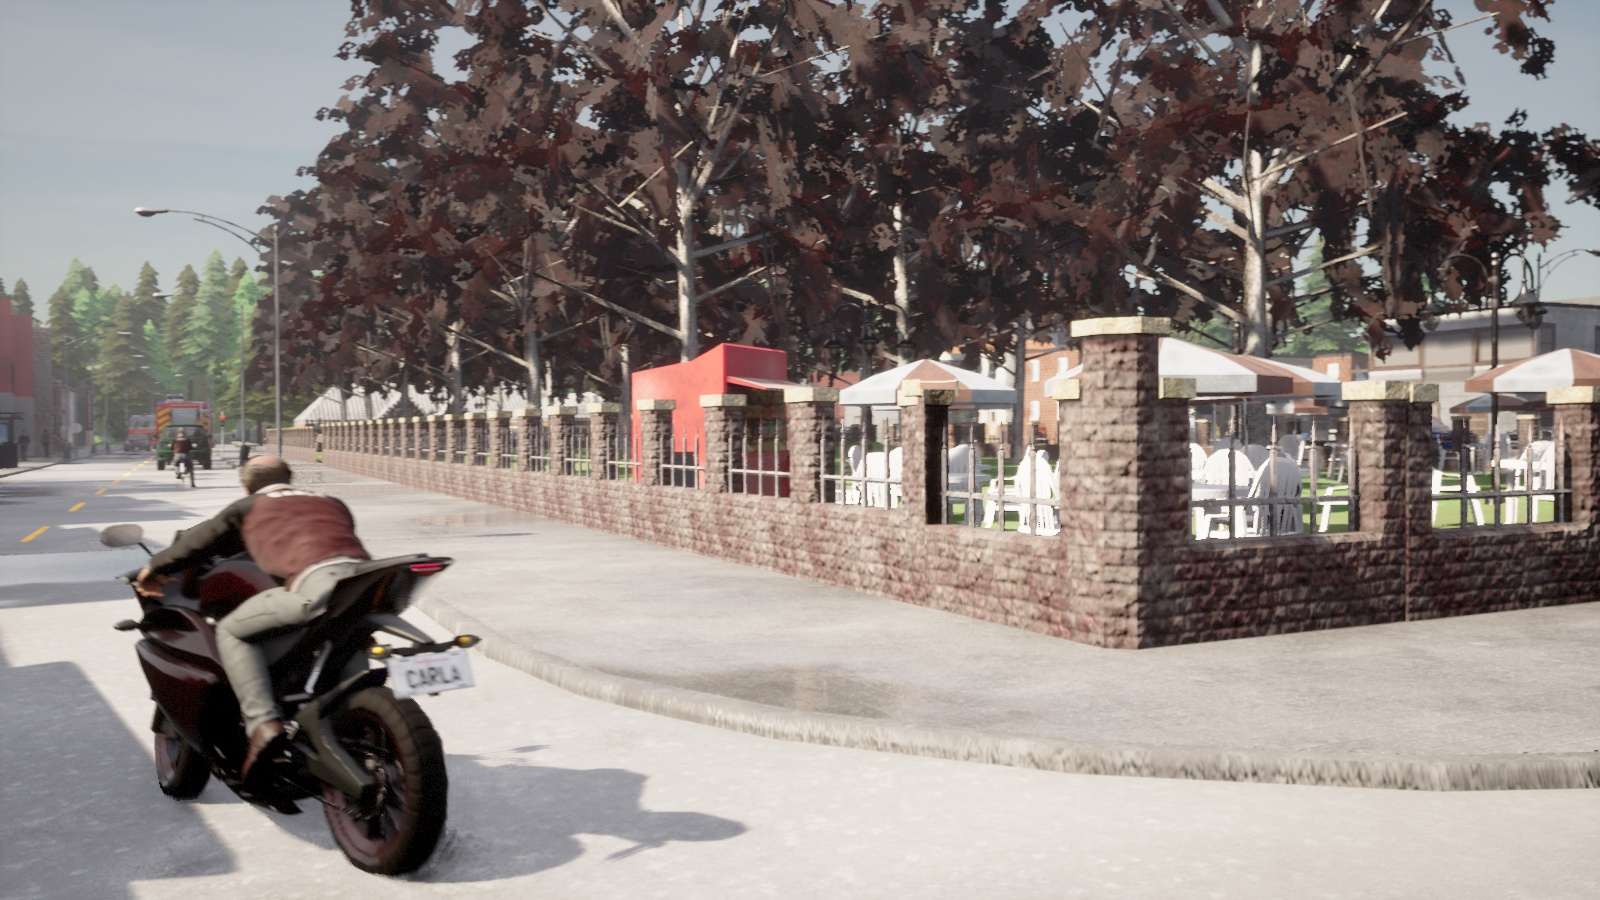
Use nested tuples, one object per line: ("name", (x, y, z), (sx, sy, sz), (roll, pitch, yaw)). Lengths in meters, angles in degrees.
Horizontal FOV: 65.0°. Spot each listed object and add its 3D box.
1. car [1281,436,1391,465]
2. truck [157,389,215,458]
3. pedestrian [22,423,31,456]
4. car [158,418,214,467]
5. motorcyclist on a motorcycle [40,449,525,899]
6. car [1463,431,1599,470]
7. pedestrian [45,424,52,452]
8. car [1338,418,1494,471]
("car", (25.504, -0.020, 59.898), (1.895, 1.301, 4.718), (0, 1, -26))
("truck", (-35.946, -1.532, 73.613), (2.891, 3.827, 8.468), (0, 1, -26))
("pedestrian", (-43.394, -0.610, 70.424), (0.376, 1.854, 0.720), (-1, 1, -36))
("car", (-27.563, -0.368, 56.353), (2.150, 2.045, 5.566), (0, 1, -26))
("motorcyclist on a motorcycle", (-2.160, 0.781, 5.066), (2.191, 1.530, 0.866), (1, -1, 40))
("car", (29.851, -0.019, 50.937), (2.128, 1.511, 4.902), (0, 1, -26))
("pedestrian", (-49.328, -0.804, 82.430), (0.328, 1.805, 0.869), (0, 1, -26))
("car", (25.131, -0.267, 51.498), (2.150, 2.045, 5.566), (0, 1, -26))
